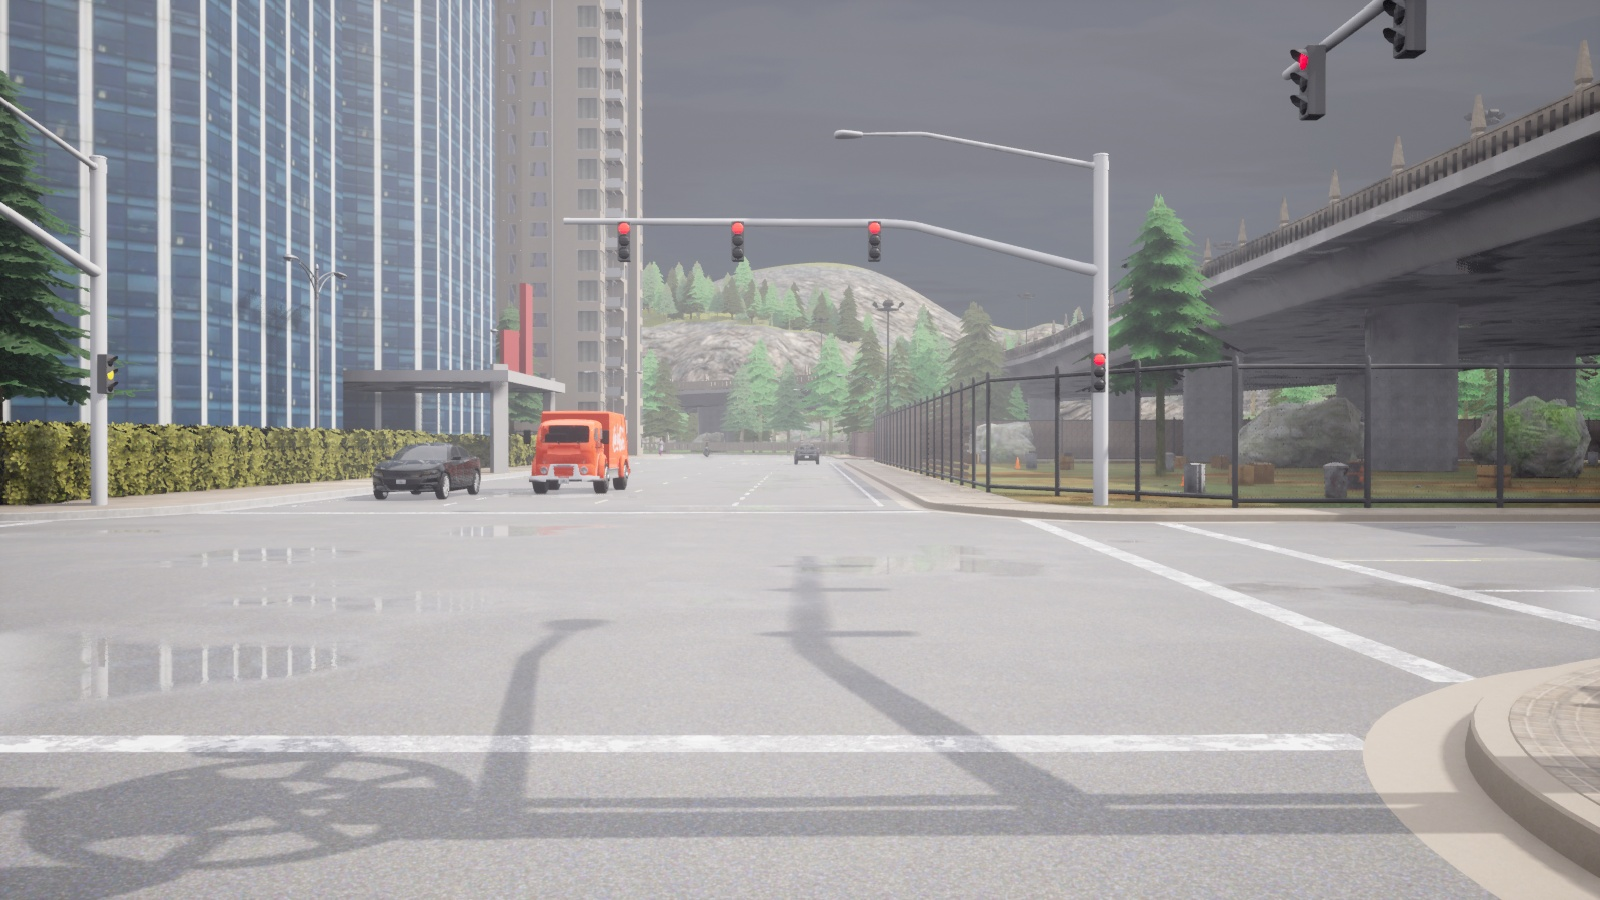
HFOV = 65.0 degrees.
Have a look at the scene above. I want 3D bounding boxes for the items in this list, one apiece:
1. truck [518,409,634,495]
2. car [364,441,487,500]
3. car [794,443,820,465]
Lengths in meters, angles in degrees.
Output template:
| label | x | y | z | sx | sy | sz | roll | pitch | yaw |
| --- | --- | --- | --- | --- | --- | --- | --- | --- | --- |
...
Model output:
| label | x | y | z | sx | sy | sz | roll | pitch | yaw |
| --- | --- | --- | --- | --- | --- | --- | --- | --- | --- |
| truck | -6.780 | 0.036 | 38.678 | 2.627 | 2.467 | 5.204 | 0 | 0 | 0 |
| car | -10.300 | 0.519 | 34.939 | 1.882 | 1.535 | 5.008 | 0 | 0 | 0 |
| car | 0.483 | 0.263 | 88.164 | 1.816 | 1.474 | 4.193 | 0 | 0 | 0 |
